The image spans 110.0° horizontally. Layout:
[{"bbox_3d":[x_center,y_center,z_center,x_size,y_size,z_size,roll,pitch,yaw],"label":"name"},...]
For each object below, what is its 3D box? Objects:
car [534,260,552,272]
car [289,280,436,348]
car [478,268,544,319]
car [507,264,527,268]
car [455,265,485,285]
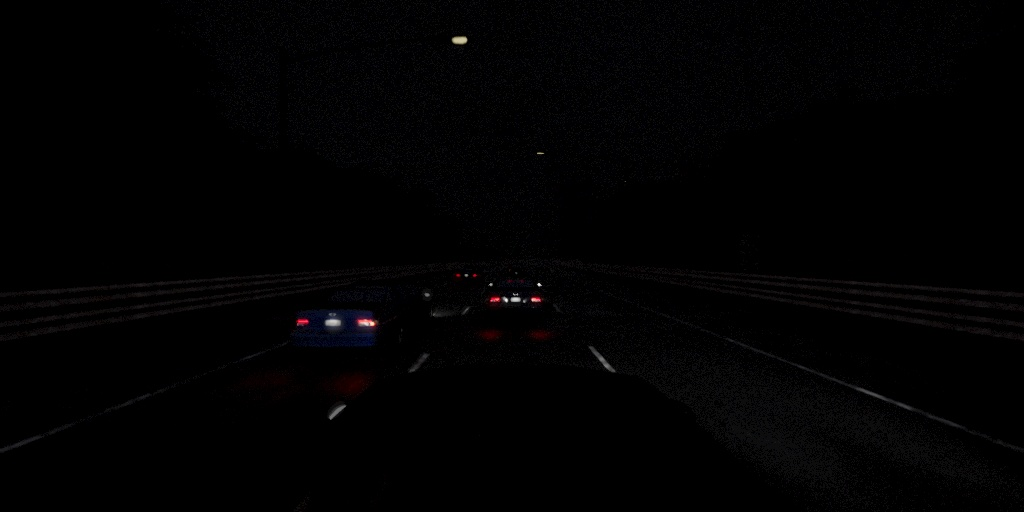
[{"bbox_3d":[4.596,1.691,54.695,1.994,1.385,4.181,0,-1,3],"label":"car"},{"bbox_3d":[-3.393,1.331,9.325,2.033,1.411,5.357,0,0,0],"label":"car"},{"bbox_3d":[0.120,1.350,13.084,2.033,1.411,5.357,0,0,0],"label":"car"},{"bbox_3d":[0.508,1.479,36.167,1.812,1.442,4.674,0,0,2],"label":"car"},{"bbox_3d":[-3.193,1.440,28.061,2.033,1.411,5.357,0,0,1],"label":"car"}]
